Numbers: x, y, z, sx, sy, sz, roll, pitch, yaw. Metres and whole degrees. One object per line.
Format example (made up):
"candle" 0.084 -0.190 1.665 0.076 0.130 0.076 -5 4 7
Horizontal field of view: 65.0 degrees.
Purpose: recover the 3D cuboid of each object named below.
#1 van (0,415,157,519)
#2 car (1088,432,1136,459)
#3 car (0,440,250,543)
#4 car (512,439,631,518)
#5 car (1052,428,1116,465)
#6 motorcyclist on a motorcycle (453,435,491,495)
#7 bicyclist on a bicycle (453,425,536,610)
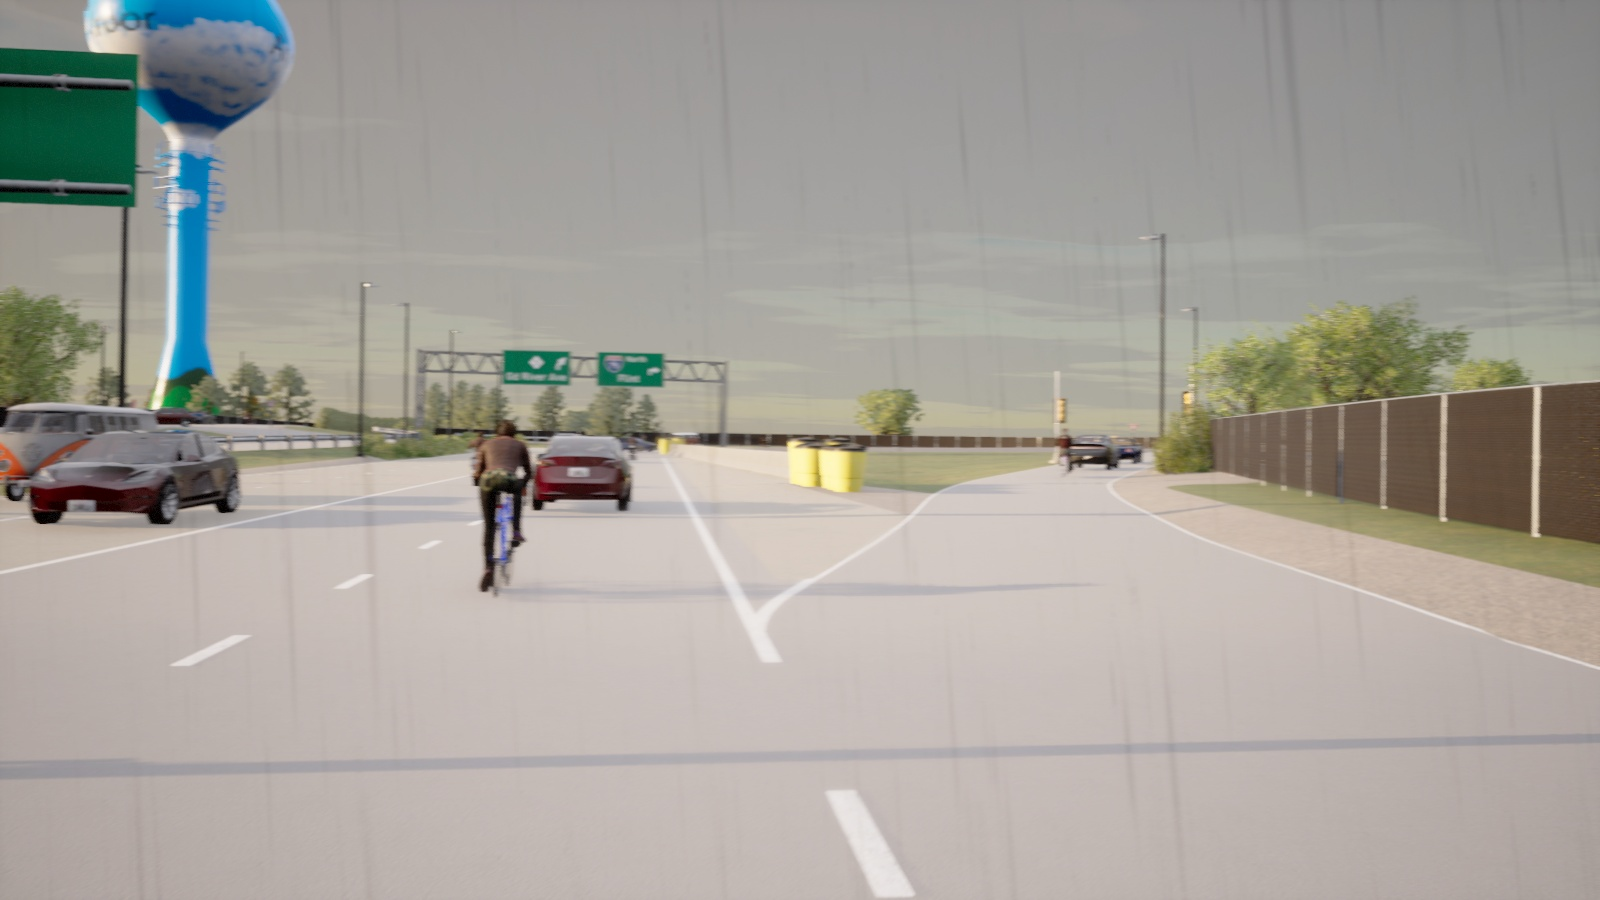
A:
"van" -15.241 0.314 26.248 1.775 1.987 4.442 0 1 -7
"car" 16.143 -0.261 64.820 1.895 1.301 4.718 -1 1 20
"car" -11.050 0.591 20.910 2.163 1.488 4.792 0 1 -7
"car" -4.667 0.521 26.313 2.163 1.488 4.792 0 0 -7
"car" 12.336 -0.187 54.245 2.128 1.511 4.902 -1 1 19
"motorcyclist on a motorcycle" -9.410 0.406 36.111 0.766 1.649 2.350 0 0 -7
"bicyclist on a bicycle" -2.863 0.592 11.894 0.582 1.620 1.656 0 0 -7
